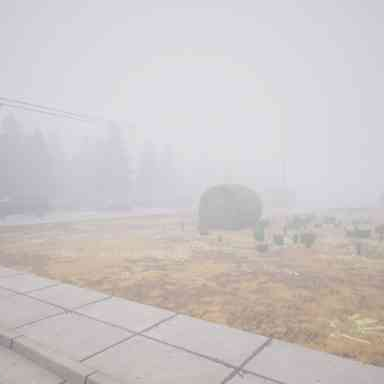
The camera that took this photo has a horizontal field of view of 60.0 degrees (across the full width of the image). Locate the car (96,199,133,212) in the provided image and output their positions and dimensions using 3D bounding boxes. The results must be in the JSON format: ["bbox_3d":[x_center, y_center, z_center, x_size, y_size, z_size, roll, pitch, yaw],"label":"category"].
[{"bbox_3d":[-8.935,1.552,38.621,1.812,1.442,4.674,0,0,36],"label":"car"}]

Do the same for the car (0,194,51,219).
[{"bbox_3d":[-15.513,1.248,29.733,2.150,2.045,5.566,0,0,36],"label":"car"}]

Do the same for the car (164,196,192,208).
[{"bbox_3d":[-1.976,1.380,48.024,2.097,1.767,4.553,0,0,37],"label":"car"}]
